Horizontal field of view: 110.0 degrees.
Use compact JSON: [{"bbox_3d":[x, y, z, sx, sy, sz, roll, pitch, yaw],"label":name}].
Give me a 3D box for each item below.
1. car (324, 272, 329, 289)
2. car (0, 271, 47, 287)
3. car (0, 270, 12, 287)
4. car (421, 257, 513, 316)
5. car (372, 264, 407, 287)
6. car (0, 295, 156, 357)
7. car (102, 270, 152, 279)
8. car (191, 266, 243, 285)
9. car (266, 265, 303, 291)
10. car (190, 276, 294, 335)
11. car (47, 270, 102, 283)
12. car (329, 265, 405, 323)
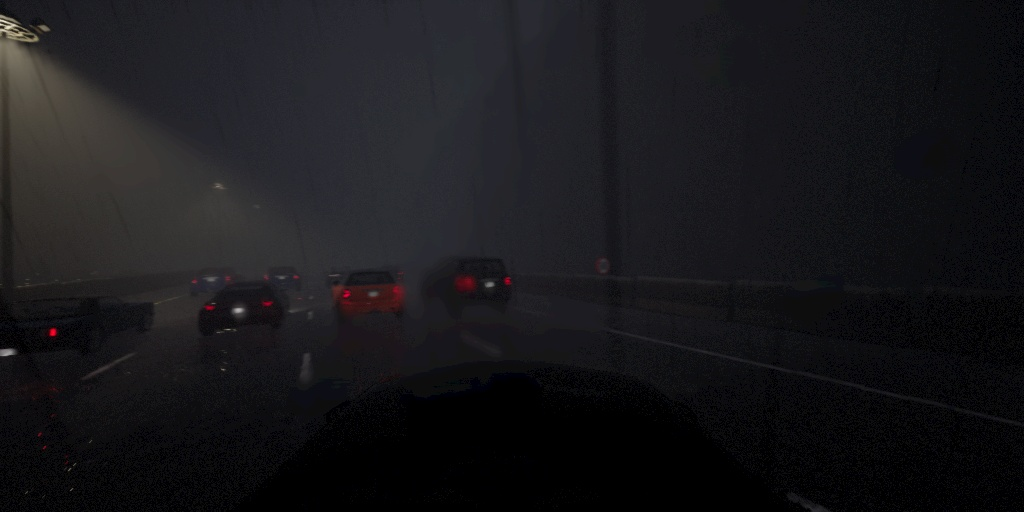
[{"bbox_3d":[-12.833,1.537,26.786,2.128,1.511,4.902,-1,0,-29],"label":"car"},{"bbox_3d":[-44.419,2.125,33.054,1.994,1.385,4.181,-1,1,-29],"label":"car"},{"bbox_3d":[-47.620,2.120,31.622,2.128,1.511,4.902,-1,1,-28],"label":"car"},{"bbox_3d":[-1.991,1.064,14.338,2.150,2.045,5.566,-1,0,-28],"label":"car"},{"bbox_3d":[-9.824,1.483,28.578,1.837,1.490,4.892,-1,1,-29],"label":"car"},{"bbox_3d":[-11.059,1.643,9.052,1.895,1.301,4.718,-1,0,-28],"label":"car"},{"bbox_3d":[-37.814,2.027,35.547,1.895,1.301,4.718,-1,1,-29],"label":"car"},{"bbox_3d":[-18.823,1.530,23.147,2.097,1.767,4.553,-1,0,-29],"label":"car"},{"bbox_3d":[-15.756,1.462,24.829,2.097,1.767,4.553,-1,0,-28],"label":"car"},{"bbox_3d":[-8.563,1.550,11.786,1.994,1.385,4.181,-1,0,-28],"label":"car"},{"bbox_3d":[-41.252,2.041,34.544,2.033,1.411,5.357,-1,1,-29],"label":"car"},{"bbox_3d":[-5.475,1.270,13.425,2.097,1.767,4.553,-1,0,-29],"label":"car"}]
